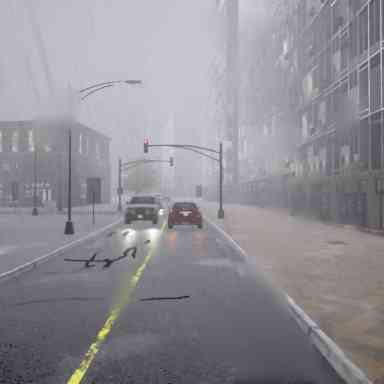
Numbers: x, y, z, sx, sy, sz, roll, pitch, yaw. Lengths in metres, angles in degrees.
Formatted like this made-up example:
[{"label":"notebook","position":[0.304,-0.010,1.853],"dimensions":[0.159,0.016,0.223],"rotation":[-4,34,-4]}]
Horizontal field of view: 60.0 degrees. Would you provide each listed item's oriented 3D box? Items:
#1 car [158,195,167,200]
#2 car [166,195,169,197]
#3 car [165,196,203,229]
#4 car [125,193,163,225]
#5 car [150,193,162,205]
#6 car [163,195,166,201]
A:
[{"label":"car","position":[-7.781,1.405,87.652],"dimensions":[1.895,1.301,4.718],"rotation":[0,0,-11]},{"label":"car","position":[-6.058,1.455,77.352],"dimensions":[1.882,1.535,5.008],"rotation":[0,0,-9]},{"label":"car","position":[-0.531,1.356,21.908],"dimensions":[2.097,1.767,4.553],"rotation":[0,0,-4]},{"label":"car","position":[-3.491,1.222,24.280],"dimensions":[2.150,2.045,5.566],"rotation":[0,0,-3]},{"label":"car","position":[-6.497,1.211,59.815],"dimensions":[2.150,2.045,5.566],"rotation":[0,0,-7]},{"label":"car","position":[-5.045,1.346,45.990],"dimensions":[2.097,1.767,4.553],"rotation":[0,0,-5]}]
